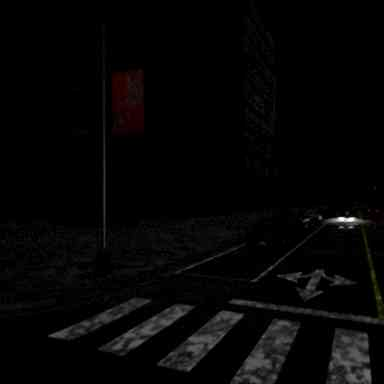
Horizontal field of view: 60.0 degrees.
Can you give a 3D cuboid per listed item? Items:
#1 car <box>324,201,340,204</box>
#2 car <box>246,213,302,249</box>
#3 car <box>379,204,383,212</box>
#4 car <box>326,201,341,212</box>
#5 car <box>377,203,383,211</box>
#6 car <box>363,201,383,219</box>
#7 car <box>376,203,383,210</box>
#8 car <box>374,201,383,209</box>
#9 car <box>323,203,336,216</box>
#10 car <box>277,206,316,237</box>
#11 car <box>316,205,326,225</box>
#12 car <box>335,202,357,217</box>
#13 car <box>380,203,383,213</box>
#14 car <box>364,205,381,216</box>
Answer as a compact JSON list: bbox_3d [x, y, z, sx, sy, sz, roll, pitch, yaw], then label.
[{"bbox_3d":[20.970,2.451,50.920,2.192,1.841,5.009,-1,-2,26],"label":"car"},{"bbox_3d":[4.106,1.974,16.889,1.947,1.339,4.313,-1,-2,26],"label":"car"},{"bbox_3d":[35.832,2.866,61.701,1.887,1.381,4.507,-1,-2,26],"label":"car"},{"bbox_3d":[25.789,2.664,60.641,2.192,1.841,5.009,-1,-2,26],"label":"car"},{"bbox_3d":[38.242,2.979,66.560,2.008,1.369,4.403,-1,-2,26],"label":"car"},{"bbox_3d":[21.133,2.176,38.214,2.097,1.767,4.553,-1,-2,27],"label":"car"},{"bbox_3d":[40.726,3.065,71.572,1.752,1.417,4.829,-1,-2,26],"label":"car"},{"bbox_3d":[43.058,2.959,76.286,2.192,1.841,5.009,-1,-2,26],"label":"car"},{"bbox_3d":[18.563,2.612,46.053,1.802,1.307,4.206,-1,-2,26],"label":"car"},{"bbox_3d":[6.514,1.826,21.756,2.192,1.841,5.009,-1,-2,26],"label":"car"},{"bbox_3d":[11.259,2.239,31.320,1.752,1.417,4.829,-1,-2,26],"label":"car"},{"bbox_3d":[20.062,2.435,42.854,2.128,1.511,4.902,-1,-2,26],"label":"car"},{"bbox_3d":[33.423,2.653,56.844,1.967,1.590,4.097,-1,-2,26],"label":"car"},{"bbox_3d":[25.520,2.581,47.108,1.994,1.385,4.181,-1,-2,26],"label":"car"}]
